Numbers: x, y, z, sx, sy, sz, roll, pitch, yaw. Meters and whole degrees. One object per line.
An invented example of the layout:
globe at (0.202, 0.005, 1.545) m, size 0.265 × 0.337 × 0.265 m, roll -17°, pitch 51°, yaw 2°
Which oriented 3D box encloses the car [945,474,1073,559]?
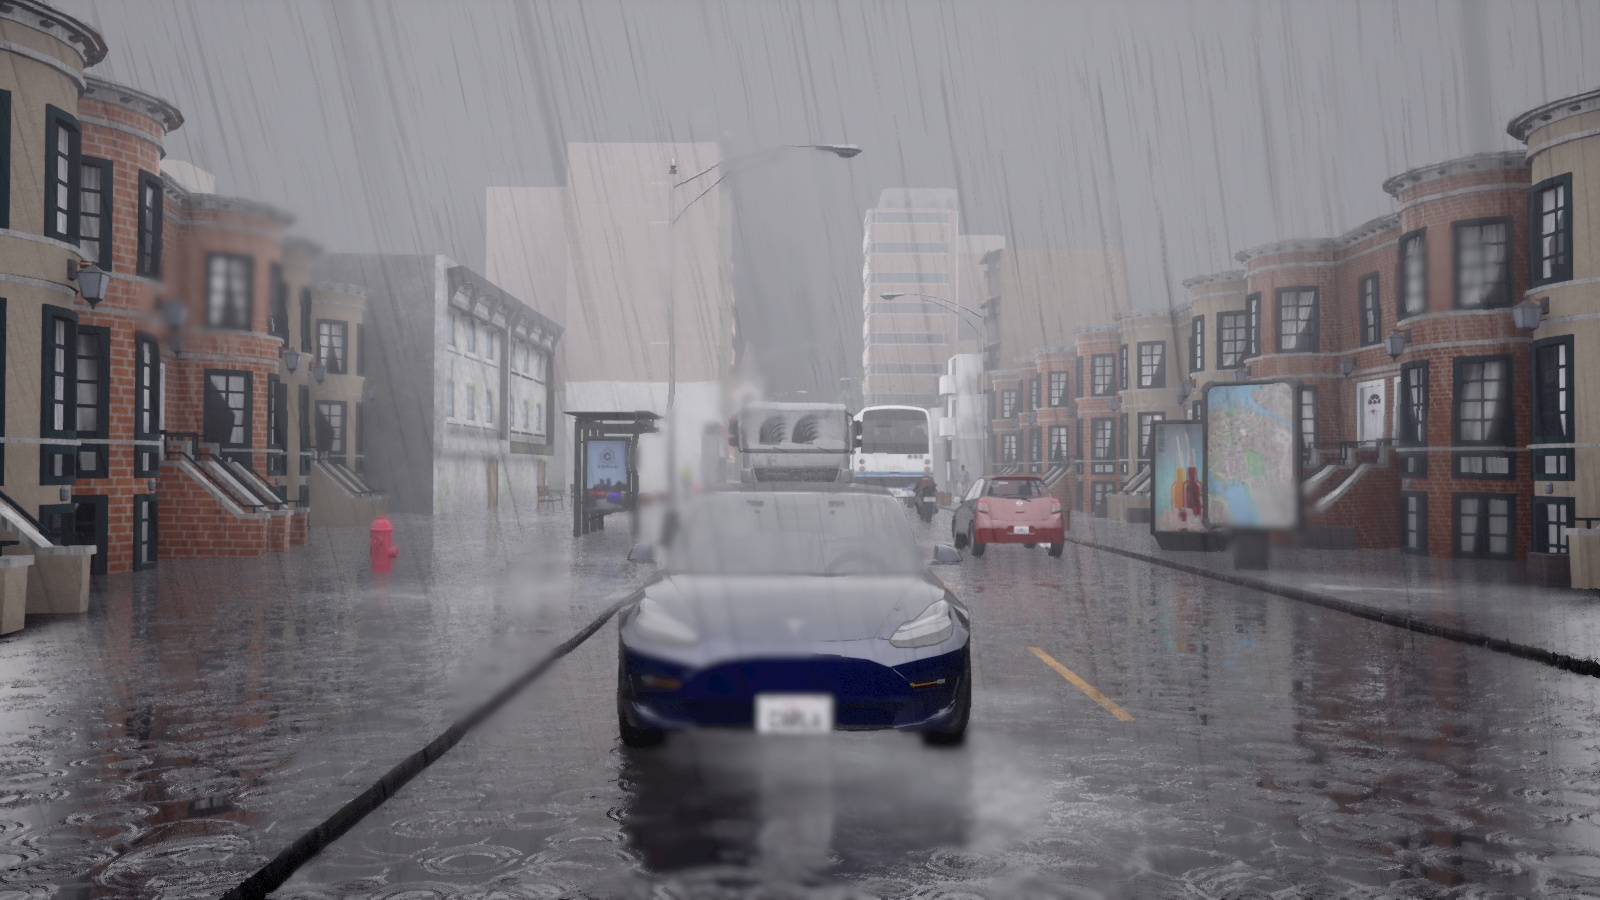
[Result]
car at (3.935, 1.219, 24.226) m, size 1.845 × 1.501 × 3.633 m, roll 0°, pitch -1°, yaw 0°

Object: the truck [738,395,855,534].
truck at (-0.099, 0.426, 35.393) m, size 2.891 × 3.462 × 7.936 m, roll 0°, pitch -1°, yaw 0°

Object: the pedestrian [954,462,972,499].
pedestrian at (8.411, 1.577, 64.867) m, size 0.874 × 1.855 × 0.900 m, roll 0°, pitch -1°, yaw 5°

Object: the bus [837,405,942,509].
bus at (3.838, 0.371, 56.621) m, size 3.944 × 4.253 × 10.273 m, roll 0°, pitch -1°, yaw 0°

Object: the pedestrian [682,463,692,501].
pedestrian at (-5.501, 1.572, 61.222) m, size 0.354 × 1.836 × 0.706 m, roll 0°, pitch -1°, yaw 4°

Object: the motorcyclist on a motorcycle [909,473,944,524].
motorcyclist on a motorcycle at (3.896, 1.484, 38.795) m, size 0.866 × 1.530 × 2.191 m, roll 0°, pitch -1°, yaw 0°

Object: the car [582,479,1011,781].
car at (-0.024, 0.961, 8.751) m, size 2.163 × 1.488 × 4.792 m, roll 0°, pitch -1°, yaw 0°
